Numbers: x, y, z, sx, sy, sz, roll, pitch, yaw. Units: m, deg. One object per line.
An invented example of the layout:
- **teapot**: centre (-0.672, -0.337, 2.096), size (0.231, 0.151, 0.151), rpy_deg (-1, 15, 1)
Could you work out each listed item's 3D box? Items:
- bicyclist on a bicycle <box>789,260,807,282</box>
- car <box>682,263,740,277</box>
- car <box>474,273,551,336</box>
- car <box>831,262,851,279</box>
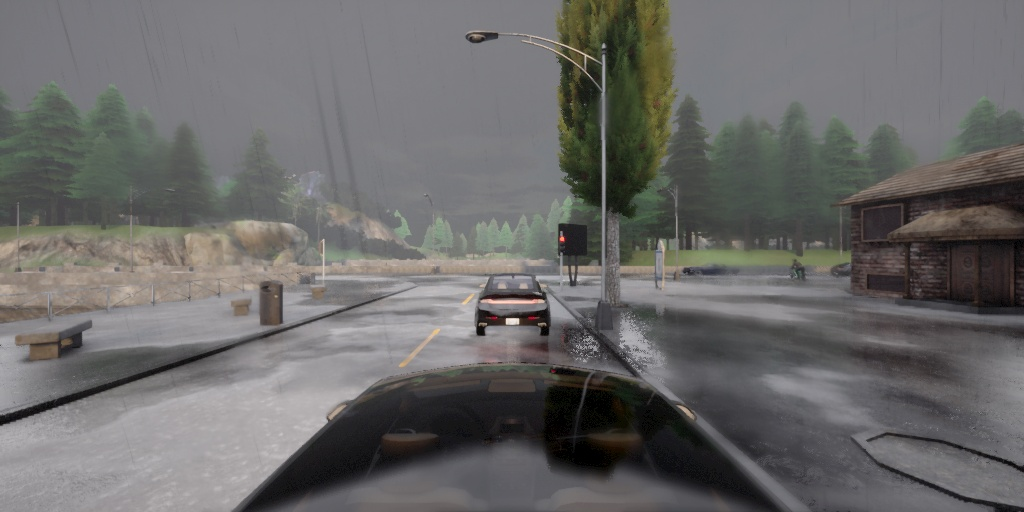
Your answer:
- **bicyclist on a bicycle**: centre (20.957, 1.094, 26.330), size (0.582, 1.620, 1.656), rpy_deg (-1, 0, 0)
- **car**: centre (19.162, 1.350, 34.733), size (4.718, 1.301, 1.895), rpy_deg (0, 0, 0)
- **car**: centre (0.031, 1.241, 10.386), size (2.128, 1.511, 4.902), rpy_deg (0, 0, 0)
- **car**: centre (30.077, 1.255, 30.541), size (4.892, 1.490, 1.837), rpy_deg (0, 0, 0)
